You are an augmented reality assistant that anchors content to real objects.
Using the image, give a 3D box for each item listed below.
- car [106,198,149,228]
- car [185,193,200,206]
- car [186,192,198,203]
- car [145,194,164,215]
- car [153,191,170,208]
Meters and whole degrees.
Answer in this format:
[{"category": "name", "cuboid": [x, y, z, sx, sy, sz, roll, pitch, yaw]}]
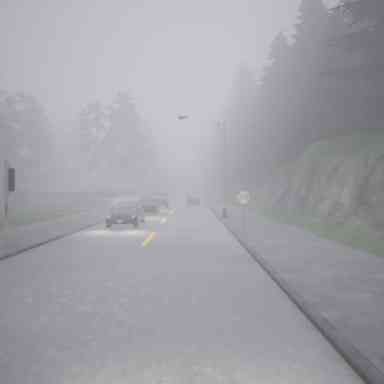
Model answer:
[{"category": "car", "cuboid": [-4.085, 1.368, 21.087, 1.812, 1.442, 4.674, 0, 0, 0]}, {"category": "car", "cuboid": [0.104, 1.137, 45.631, 1.882, 1.535, 5.008, 0, 0, 0]}, {"category": "car", "cuboid": [0.000, 0.934, 56.021, 2.097, 1.767, 4.553, 0, 0, 0]}, {"category": "car", "cuboid": [-4.090, 1.243, 31.377, 1.882, 1.535, 5.008, 0, 0, 0]}, {"category": "car", "cuboid": [-4.041, 0.908, 42.054, 2.150, 2.045, 5.566, 0, 0, 0]}]
